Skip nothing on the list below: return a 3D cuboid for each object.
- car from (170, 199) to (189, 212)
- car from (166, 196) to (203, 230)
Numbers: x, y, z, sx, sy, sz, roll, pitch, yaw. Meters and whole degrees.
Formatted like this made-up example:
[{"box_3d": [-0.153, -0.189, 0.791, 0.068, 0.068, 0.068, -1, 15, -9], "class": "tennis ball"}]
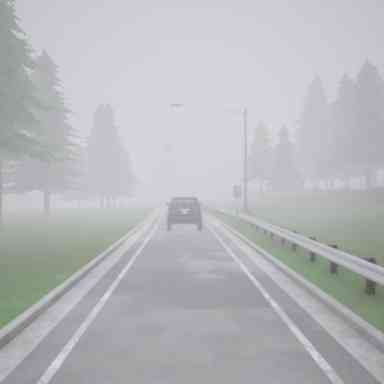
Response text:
[{"box_3d": [-1.602, 1.603, 40.862, 2.128, 1.511, 4.902, 0, 0, -3], "class": "car"}, {"box_3d": [-0.530, 1.280, 21.858, 2.150, 2.045, 5.566, 0, 0, -3], "class": "car"}]
